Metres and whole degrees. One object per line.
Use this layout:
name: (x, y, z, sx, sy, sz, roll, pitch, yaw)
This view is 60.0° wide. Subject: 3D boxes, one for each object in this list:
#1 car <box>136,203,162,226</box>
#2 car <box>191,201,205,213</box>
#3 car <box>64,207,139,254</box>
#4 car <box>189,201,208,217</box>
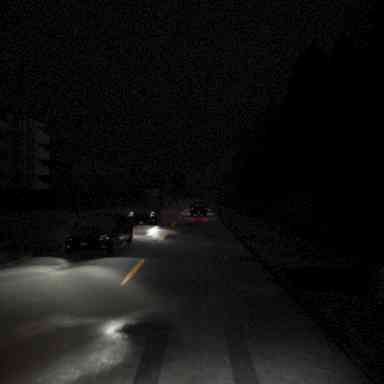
car: (-3.641, 1.662, 26.401, 2.097, 1.767, 4.553, 0, -1, 1)
car: (0.895, 2.059, 46.904, 1.837, 1.490, 4.892, 0, -1, 1)
car: (-3.850, 1.647, 14.506, 1.882, 1.535, 5.008, 0, -1, 1)
car: (0.729, 1.967, 37.303, 1.812, 1.442, 4.674, 0, -1, 1)
